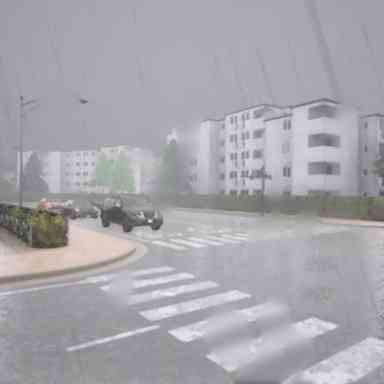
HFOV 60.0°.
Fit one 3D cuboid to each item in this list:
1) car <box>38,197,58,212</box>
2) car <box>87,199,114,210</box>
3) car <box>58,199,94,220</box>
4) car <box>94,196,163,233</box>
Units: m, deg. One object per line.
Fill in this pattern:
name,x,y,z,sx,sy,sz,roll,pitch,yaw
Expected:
car,-15.656,1.407,37.142,2.097,1.767,4.553,0,0,-36
car,-12.458,1.700,45.048,1.895,1.301,4.718,0,0,-36
car,-9.772,1.407,28.971,2.097,1.767,4.553,0,0,-36
car,-3.939,1.276,20.836,2.150,2.045,5.566,0,0,-36
